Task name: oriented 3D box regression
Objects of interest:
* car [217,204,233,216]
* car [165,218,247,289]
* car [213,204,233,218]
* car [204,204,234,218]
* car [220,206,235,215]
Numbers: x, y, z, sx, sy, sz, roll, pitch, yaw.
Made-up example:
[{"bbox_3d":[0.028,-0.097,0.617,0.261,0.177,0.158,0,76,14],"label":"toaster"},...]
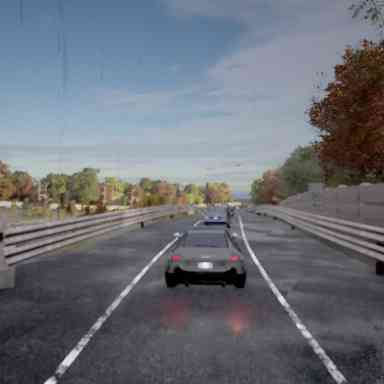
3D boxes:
[{"bbox_3d":[4.482,2.389,44.571,1.882,1.535,5.008,0,-3,8],"label":"car"},{"bbox_3d":[0.398,1.655,9.502,1.994,1.385,4.181,0,-1,3],"label":"car"},{"bbox_3d":[3.600,2.096,37.870,2.128,1.511,4.902,0,-2,7],"label":"car"},{"bbox_3d":[1.937,1.793,24.324,2.033,1.411,5.357,0,-1,9],"label":"car"},{"bbox_3d":[5.812,3.020,53.830,2.033,1.411,5.357,0,-4,9],"label":"car"}]
